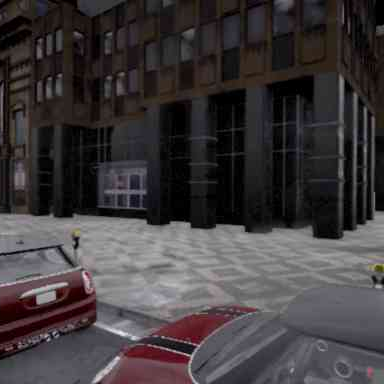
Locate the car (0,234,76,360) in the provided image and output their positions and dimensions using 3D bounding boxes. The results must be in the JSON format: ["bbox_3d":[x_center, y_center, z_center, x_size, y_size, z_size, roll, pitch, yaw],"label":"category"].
[{"bbox_3d":[-3.532,1.441,5.593,4.097,1.590,1.967,0,0,36],"label":"car"}]

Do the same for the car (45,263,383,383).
[{"bbox_3d":[1.066,1.440,2.312,4.097,1.590,1.967,0,0,36],"label":"car"}]
